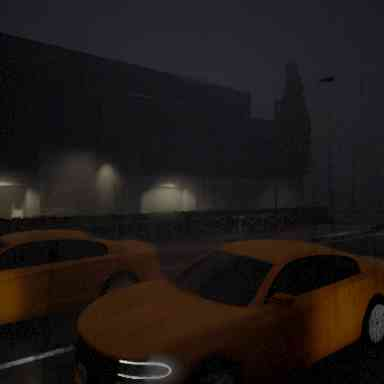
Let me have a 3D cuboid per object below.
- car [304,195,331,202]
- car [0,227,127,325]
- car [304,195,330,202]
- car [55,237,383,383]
[{"bbox_3d":[27.724,1.400,73.519,2.033,1.411,5.357,0,0,-33],"label":"car"},{"bbox_3d":[-3.025,1.475,6.143,5.008,1.535,1.882,0,0,-36],"label":"car"},{"bbox_3d":[25.728,1.368,70.107,1.837,1.490,4.892,0,0,-33],"label":"car"},{"bbox_3d":[0.964,1.470,4.697,5.008,1.535,1.882,0,0,-36],"label":"car"}]
